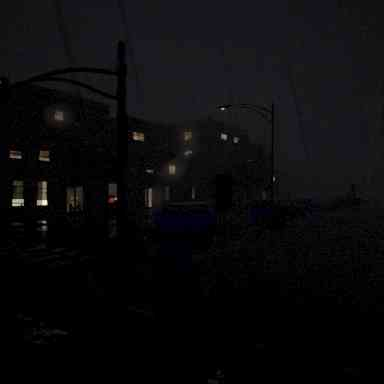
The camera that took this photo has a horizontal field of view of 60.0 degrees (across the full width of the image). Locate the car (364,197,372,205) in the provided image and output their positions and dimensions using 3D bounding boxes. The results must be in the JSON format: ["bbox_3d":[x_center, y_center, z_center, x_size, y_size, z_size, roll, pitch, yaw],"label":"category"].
[{"bbox_3d":[34.646,1.809,67.444,1.887,1.381,4.507,0,0,35],"label":"car"}]

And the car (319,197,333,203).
[{"bbox_3d":[30.953,1.792,76.787,1.947,1.339,4.313,0,0,35],"label":"car"}]

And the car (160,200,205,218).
[{"bbox_3d":[-0.792,1.558,31.400,1.752,1.417,4.829,0,0,35],"label":"car"}]

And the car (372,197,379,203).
[{"bbox_3d":[44.141,1.899,81.018,1.947,1.339,4.313,0,0,35],"label":"car"}]

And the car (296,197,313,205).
[{"bbox_3d":[21.459,1.705,63.212,1.887,1.381,4.507,0,0,35],"label":"car"}]

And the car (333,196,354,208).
[{"bbox_3d":[21.988,1.497,49.346,2.192,1.841,5.009,0,0,35],"label":"car"}]

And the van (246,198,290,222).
[{"bbox_3d":[6.163,1.436,26.722,1.690,1.788,3.998,0,0,35],"label":"van"}]

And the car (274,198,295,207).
[{"bbox_3d":[15.130,1.665,54.163,1.887,1.381,4.507,0,0,35],"label":"car"}]

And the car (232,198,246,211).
[{"bbox_3d":[5.636,1.506,40.590,1.967,1.590,4.097,0,0,35],"label":"car"}]

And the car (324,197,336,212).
[{"bbox_3d":[15.755,1.671,40.435,1.752,1.417,4.829,0,0,35],"label":"car"}]

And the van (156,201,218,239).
[{"bbox_3d":[-0.167,1.406,17.672,1.690,1.788,3.998,0,0,35],"label":"van"}]

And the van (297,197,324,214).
[{"bbox_3d":[12.493,1.469,35.771,1.690,1.788,3.998,0,0,35],"label":"van"}]

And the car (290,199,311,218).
[{"bbox_3d":[9.327,1.655,31.245,1.887,1.381,4.507,0,0,35],"label":"car"}]

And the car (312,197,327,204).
[{"bbox_3d":[27.691,1.728,72.122,1.752,1.417,4.829,0,0,35],"label":"car"}]

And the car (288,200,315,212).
[{"bbox_3d":[14.063,1.730,42.531,1.895,1.301,4.718,1,0,35],"label":"car"}]

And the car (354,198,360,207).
[{"bbox_3d":[25.153,1.516,53.871,2.192,1.841,5.009,0,0,35],"label":"car"}]

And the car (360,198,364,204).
[{"bbox_3d":[28.414,1.748,58.534,1.752,1.417,4.829,0,0,35],"label":"car"}]

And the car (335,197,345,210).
[{"bbox_3d":[18.821,1.729,44.820,1.947,1.339,4.313,0,0,35],"label":"car"}]

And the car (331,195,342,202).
[{"bbox_3d":[37.284,1.712,85.836,1.967,1.590,4.097,0,0,35],"label":"car"}]

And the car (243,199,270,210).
[{"bbox_3d":[8.800,1.628,45.114,1.887,1.381,4.507,0,0,35],"label":"car"}]
